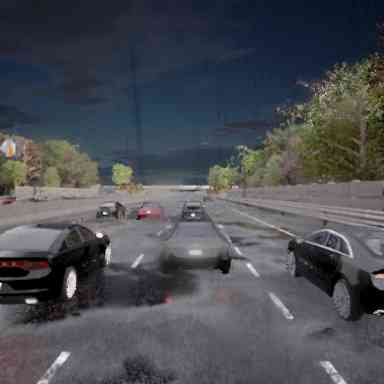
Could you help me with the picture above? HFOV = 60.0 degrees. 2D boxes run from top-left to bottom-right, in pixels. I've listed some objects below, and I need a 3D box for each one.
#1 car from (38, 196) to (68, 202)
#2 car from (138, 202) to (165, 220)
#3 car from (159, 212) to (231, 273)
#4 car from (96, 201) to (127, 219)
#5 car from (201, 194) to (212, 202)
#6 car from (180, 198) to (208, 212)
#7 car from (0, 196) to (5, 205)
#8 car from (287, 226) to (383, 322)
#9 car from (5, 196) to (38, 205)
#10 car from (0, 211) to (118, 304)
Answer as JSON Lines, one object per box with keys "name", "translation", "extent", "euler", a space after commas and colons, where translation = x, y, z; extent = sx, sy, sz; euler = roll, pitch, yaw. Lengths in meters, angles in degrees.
{"name": "car", "translation": [-17.586, 1.339, 43.315], "extent": [2.097, 1.767, 4.553], "euler": [0, 0, 0]}
{"name": "car", "translation": [-3.403, 1.554, 28.329], "extent": [1.994, 1.385, 4.181], "euler": [0, 0, 0]}
{"name": "car", "translation": [0.098, 1.558, 10.710], "extent": [1.994, 1.385, 4.181], "euler": [0, 0, 0]}
{"name": "car", "translation": [-6.906, 1.515, 28.724], "extent": [1.812, 1.442, 4.674], "euler": [0, 0, 0]}
{"name": "car", "translation": [3.486, 1.500, 75.866], "extent": [1.837, 1.490, 4.892], "euler": [0, 0, 0]}
{"name": "car", "translation": [0.095, 1.495, 27.670], "extent": [1.837, 1.490, 4.892], "euler": [0, 0, 0]}
{"name": "car", "translation": [-24.581, 1.340, 43.263], "extent": [2.097, 1.767, 4.553], "euler": [0, 0, 0]}
{"name": "car", "translation": [3.509, 1.476, 7.194], "extent": [2.128, 1.511, 4.902], "euler": [0, 0, 0]}
{"name": "car", "translation": [-21.091, 1.492, 42.104], "extent": [1.837, 1.490, 4.892], "euler": [0, 0, 0]}
{"name": "car", "translation": [-3.401, 1.473, 8.208], "extent": [1.882, 1.535, 5.008], "euler": [0, 0, 0]}
